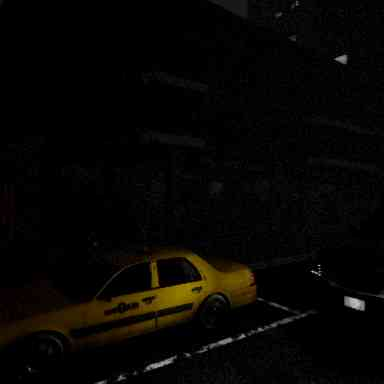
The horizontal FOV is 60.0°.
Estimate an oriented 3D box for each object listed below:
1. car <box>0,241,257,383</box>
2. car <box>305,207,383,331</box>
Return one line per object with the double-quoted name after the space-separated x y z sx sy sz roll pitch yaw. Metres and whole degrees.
-1.077 1.527 5.304 4.829 1.417 1.752 0 2 -35 "car"
4.550 1.226 6.317 5.566 2.045 2.150 0 0 -36 "car"
